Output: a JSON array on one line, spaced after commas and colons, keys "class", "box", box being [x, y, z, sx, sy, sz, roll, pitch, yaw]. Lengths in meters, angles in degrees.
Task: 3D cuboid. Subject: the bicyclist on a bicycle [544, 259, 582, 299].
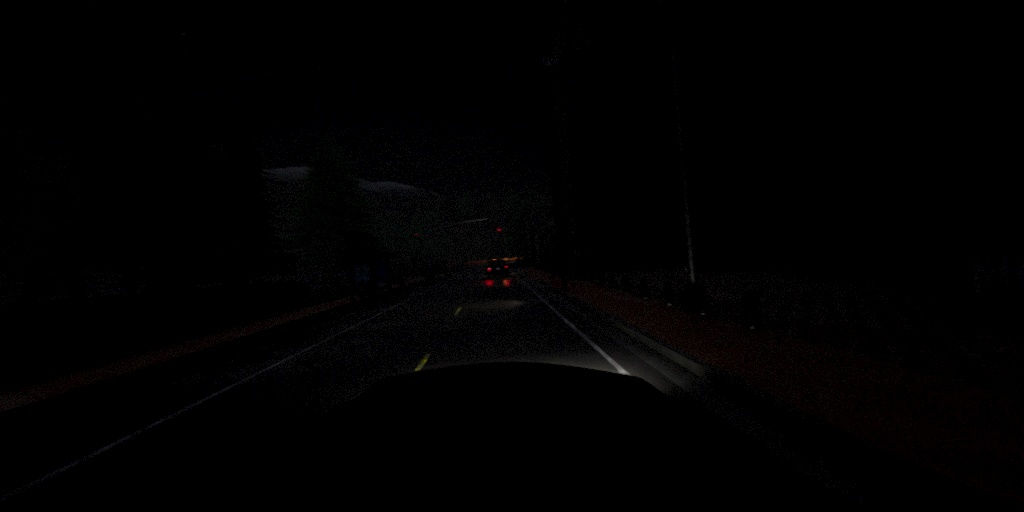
[{"class": "bicyclist on a bicycle", "box": [2.043, 0.908, 15.129, 1.656, 1.620, 0.582, -14, 0, -3]}]

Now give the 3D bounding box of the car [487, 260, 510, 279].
[{"class": "car", "box": [-1.379, 1.177, 34.844, 2.097, 1.767, 4.553, -5, 0, -2]}]
